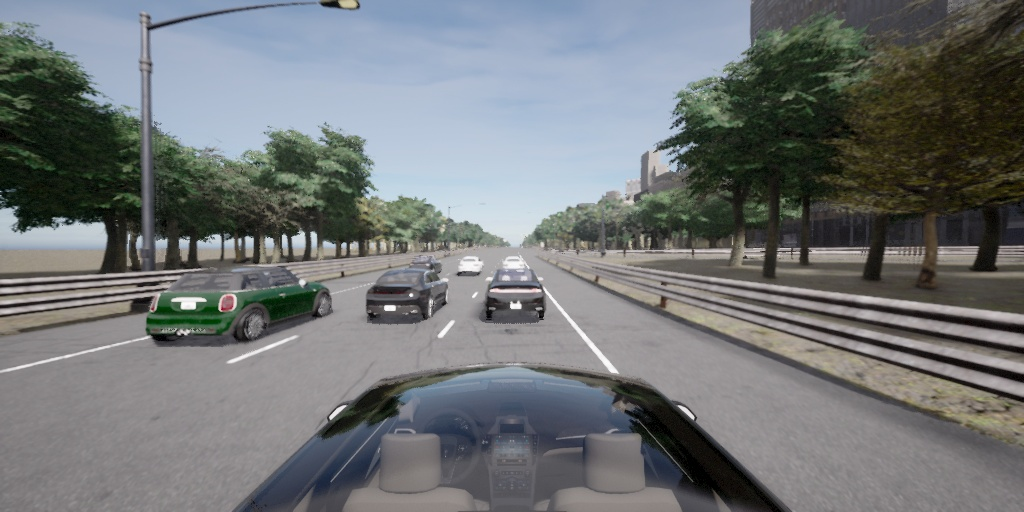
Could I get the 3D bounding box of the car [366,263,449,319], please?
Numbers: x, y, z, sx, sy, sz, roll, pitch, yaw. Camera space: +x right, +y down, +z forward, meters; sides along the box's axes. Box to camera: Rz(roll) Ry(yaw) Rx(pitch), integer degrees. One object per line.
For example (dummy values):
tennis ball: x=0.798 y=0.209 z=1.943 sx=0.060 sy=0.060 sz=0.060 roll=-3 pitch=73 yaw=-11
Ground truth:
car: x=-3.398 y=1.173 z=12.399 sx=1.837 sy=1.490 sz=4.892 roll=0 pitch=1 yaw=0

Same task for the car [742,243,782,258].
car: x=31.243 y=-0.678 z=45.951 sx=2.150 sy=2.045 sz=5.566 roll=-1 pitch=1 yaw=-41

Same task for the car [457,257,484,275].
car: x=-3.394 y=0.769 z=30.045 sx=1.812 sy=1.442 sz=4.674 roll=0 pitch=2 yaw=0

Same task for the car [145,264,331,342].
car: x=-6.898 y=1.052 z=9.771 sx=2.097 sy=1.767 sz=4.553 roll=0 pitch=1 yaw=0

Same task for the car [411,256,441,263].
car: x=-6.894 y=0.769 z=28.953 sx=2.128 sy=1.511 sz=4.902 roll=0 pitch=2 yaw=0

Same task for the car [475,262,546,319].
car: x=0.103 y=1.158 z=12.397 sx=2.128 sy=1.511 sz=4.902 roll=0 pitch=1 yaw=0

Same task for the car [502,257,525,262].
car: x=0.122 y=0.768 z=30.066 sx=1.812 sy=1.442 sz=4.674 roll=0 pitch=2 yaw=0
